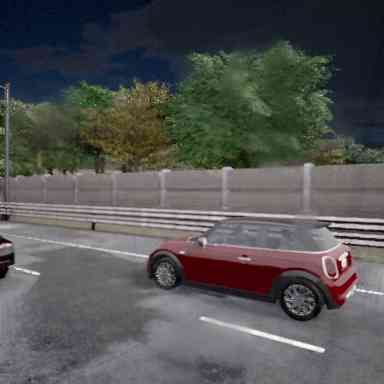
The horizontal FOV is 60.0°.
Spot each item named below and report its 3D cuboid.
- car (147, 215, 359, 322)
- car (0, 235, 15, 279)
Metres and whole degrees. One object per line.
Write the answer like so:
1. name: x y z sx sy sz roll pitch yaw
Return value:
1. car: 1.130 1.340 7.486 4.553 1.767 2.097 0 0 35
2. car: -6.507 1.457 8.637 4.902 1.511 2.128 0 0 36
